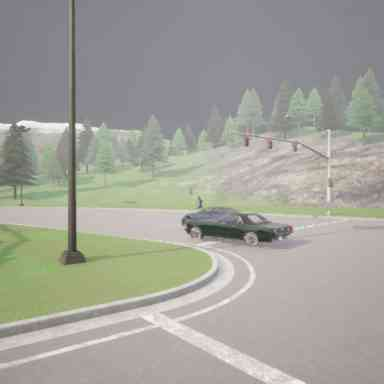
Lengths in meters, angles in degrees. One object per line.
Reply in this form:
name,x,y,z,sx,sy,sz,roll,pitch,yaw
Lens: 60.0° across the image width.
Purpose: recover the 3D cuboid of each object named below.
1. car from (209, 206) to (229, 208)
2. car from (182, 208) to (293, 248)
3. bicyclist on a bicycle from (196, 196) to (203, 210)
car,1.396,1.559,19.924,4.181,1.385,1.994,0,0,39
car,1.934,1.597,14.971,4.718,1.301,1.895,0,0,40
bicyclist on a bicycle,0.884,1.293,38.380,0.582,1.620,1.656,0,0,34
